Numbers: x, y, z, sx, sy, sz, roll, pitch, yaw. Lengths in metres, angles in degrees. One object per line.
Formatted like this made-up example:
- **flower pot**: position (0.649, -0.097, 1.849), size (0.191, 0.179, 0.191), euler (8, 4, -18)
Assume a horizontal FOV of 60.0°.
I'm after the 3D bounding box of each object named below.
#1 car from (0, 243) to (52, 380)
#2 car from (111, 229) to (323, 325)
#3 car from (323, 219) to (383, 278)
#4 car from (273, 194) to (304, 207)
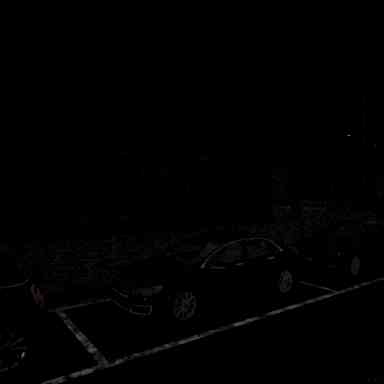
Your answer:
- **car**: position (-3.944, 1.440, 3.838), size (4.097, 1.590, 1.967), euler (0, 0, -35)
- **car**: position (0.501, 1.551, 7.003), size (4.403, 1.369, 2.008), euler (0, 0, -35)
- **car**: position (4.946, 1.544, 10.169), size (4.507, 1.381, 1.887), euler (0, 0, -35)
- **car**: position (11.070, 0.987, 40.113), size (1.882, 1.535, 5.008), euler (0, 1, -36)
